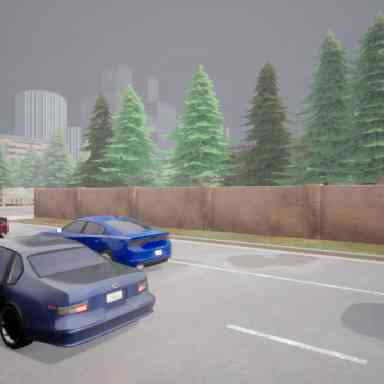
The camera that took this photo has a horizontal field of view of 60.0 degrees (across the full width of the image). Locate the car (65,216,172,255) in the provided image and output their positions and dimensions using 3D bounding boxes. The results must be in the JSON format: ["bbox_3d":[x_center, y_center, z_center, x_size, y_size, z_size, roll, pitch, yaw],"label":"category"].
[{"bbox_3d":[-2.915,1.478,10.367,5.008,1.535,1.882,0,0,35],"label":"car"}]

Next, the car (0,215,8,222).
[{"bbox_3d":[-10.746,1.478,15.945,5.008,1.535,1.882,0,0,35],"label":"car"}]

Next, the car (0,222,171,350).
[{"bbox_3d":[-3.160,1.547,6.237,5.357,1.411,2.033,0,0,35],"label":"car"}]
